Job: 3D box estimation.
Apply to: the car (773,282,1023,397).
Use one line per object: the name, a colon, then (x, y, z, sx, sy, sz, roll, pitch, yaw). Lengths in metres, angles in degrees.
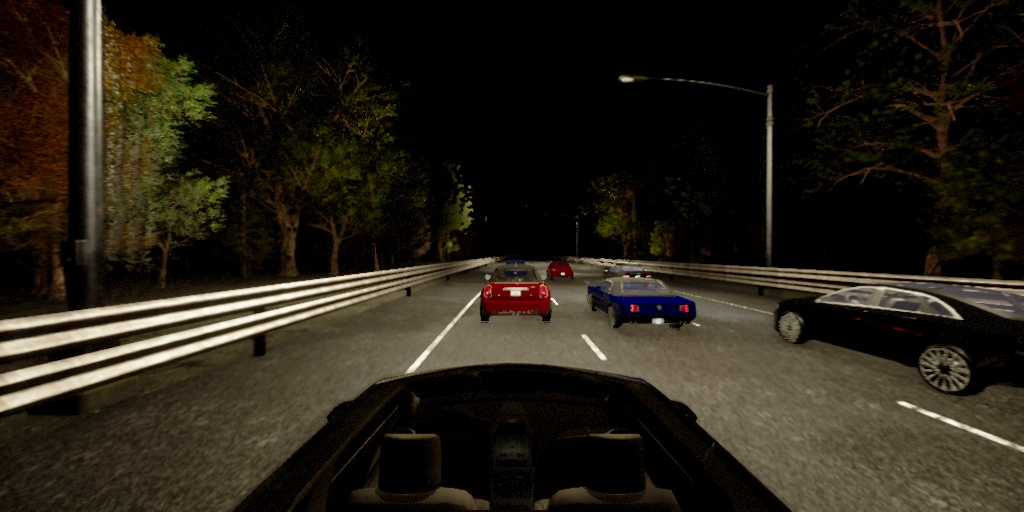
car: (7.070, 1.220, 6.499, 2.128, 1.511, 4.902, 0, 0, 1)

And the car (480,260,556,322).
car: (0.123, 1.051, 12.190, 2.097, 1.767, 4.553, 0, 0, 1)

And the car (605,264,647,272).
car: (7.185, 1.193, 22.769, 2.033, 1.411, 5.357, 0, 0, 1)

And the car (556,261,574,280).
car: (3.782, 1.140, 28.707, 1.812, 1.442, 4.674, 0, 0, 1)

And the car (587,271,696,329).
car: (3.614, 1.306, 11.034, 1.895, 1.301, 4.718, 0, 0, 1)
